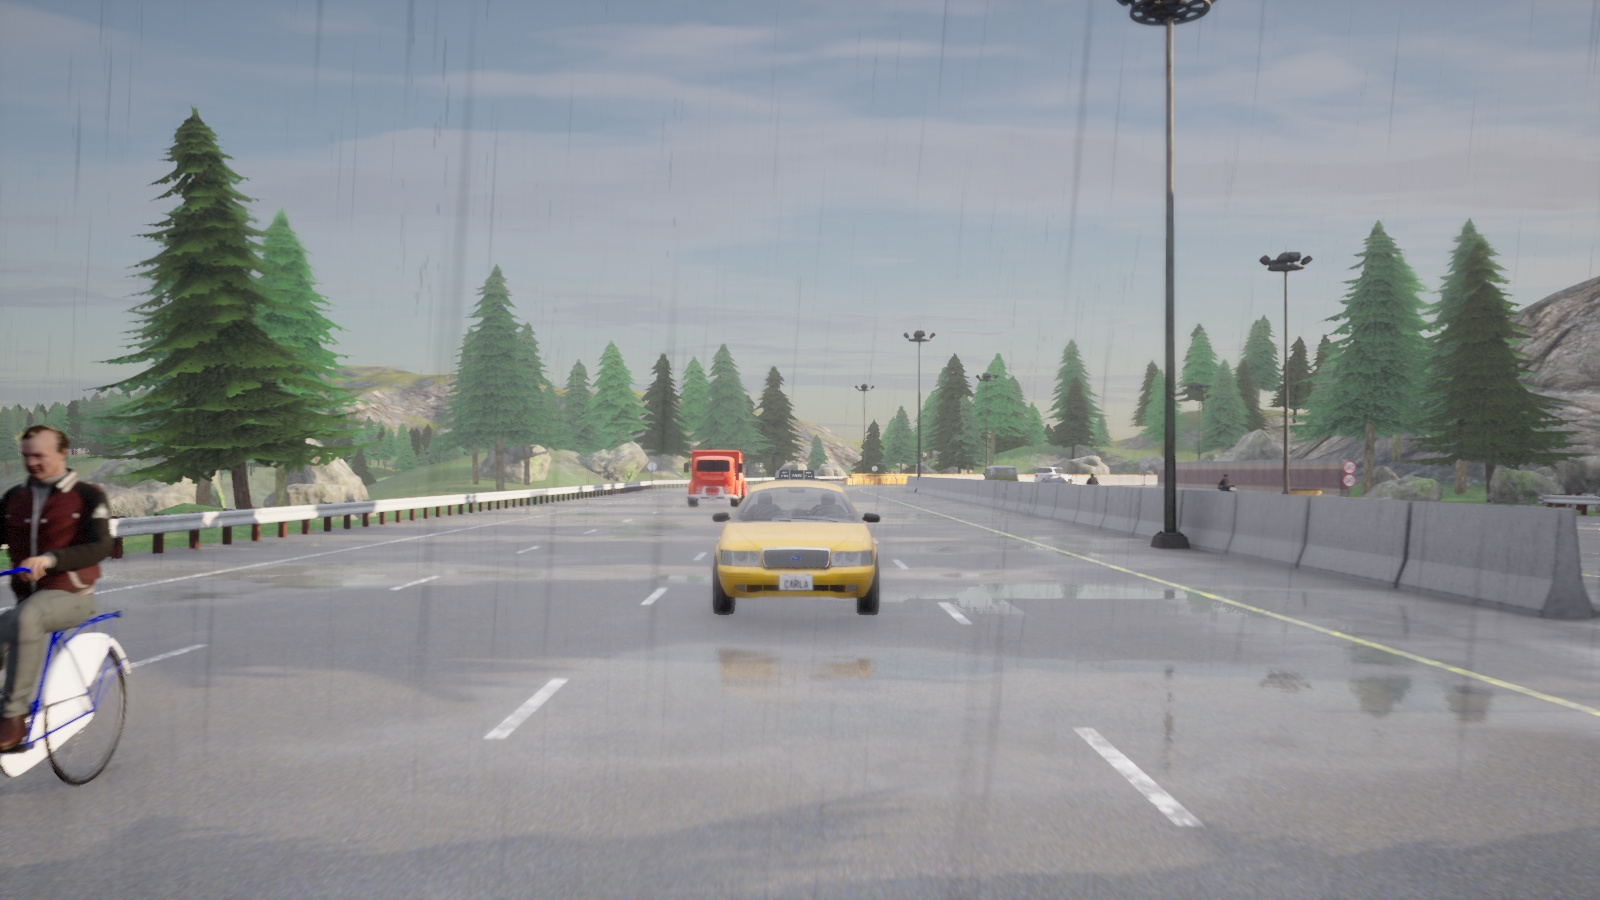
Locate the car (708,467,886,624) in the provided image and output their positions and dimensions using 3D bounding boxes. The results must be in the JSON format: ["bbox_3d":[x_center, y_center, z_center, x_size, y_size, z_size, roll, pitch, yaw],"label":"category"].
[{"bbox_3d":[-0.036,1.012,15.405,1.801,1.575,5.366,0,-1,0],"label":"car"}]

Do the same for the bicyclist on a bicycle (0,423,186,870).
[{"bbox_3d":[-3.514,0.793,5.582,0.659,1.776,1.843,0,-1,0],"label":"bicyclist on a bicycle"}]

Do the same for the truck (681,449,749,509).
[{"bbox_3d":[-3.660,1.268,55.035,2.627,2.467,5.204,0,-1,0],"label":"truck"}]

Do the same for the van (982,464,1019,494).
[{"bbox_3d":[13.681,1.949,85.852,1.775,1.987,4.442,0,-1,0],"label":"van"}]
